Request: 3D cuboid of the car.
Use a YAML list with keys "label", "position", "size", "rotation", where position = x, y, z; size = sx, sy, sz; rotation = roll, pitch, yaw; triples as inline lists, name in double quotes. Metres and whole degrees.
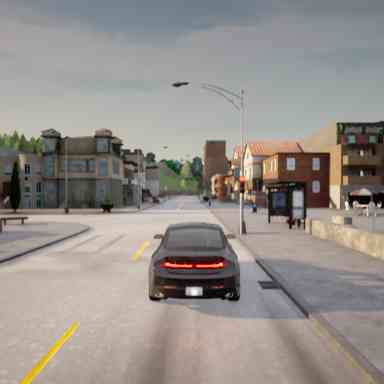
- label: "car"
  position: [0.062, 1.504, 8.294]
  size: [1.837, 1.490, 4.892]
  rotation: [0, 0, 1]
